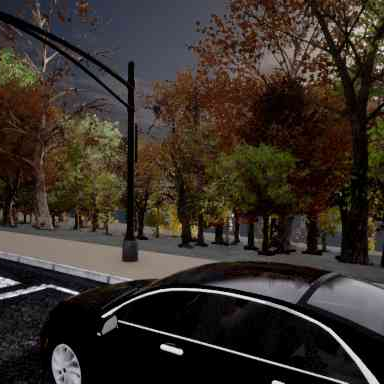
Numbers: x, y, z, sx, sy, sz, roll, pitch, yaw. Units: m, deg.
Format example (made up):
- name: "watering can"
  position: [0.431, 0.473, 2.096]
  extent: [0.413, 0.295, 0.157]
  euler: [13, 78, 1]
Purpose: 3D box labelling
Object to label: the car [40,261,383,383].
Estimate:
- name: "car"
  position: [0.376, 1.505, 3.406]
  extent: [4.892, 1.490, 1.837]
  euler: [0, 0, 36]
